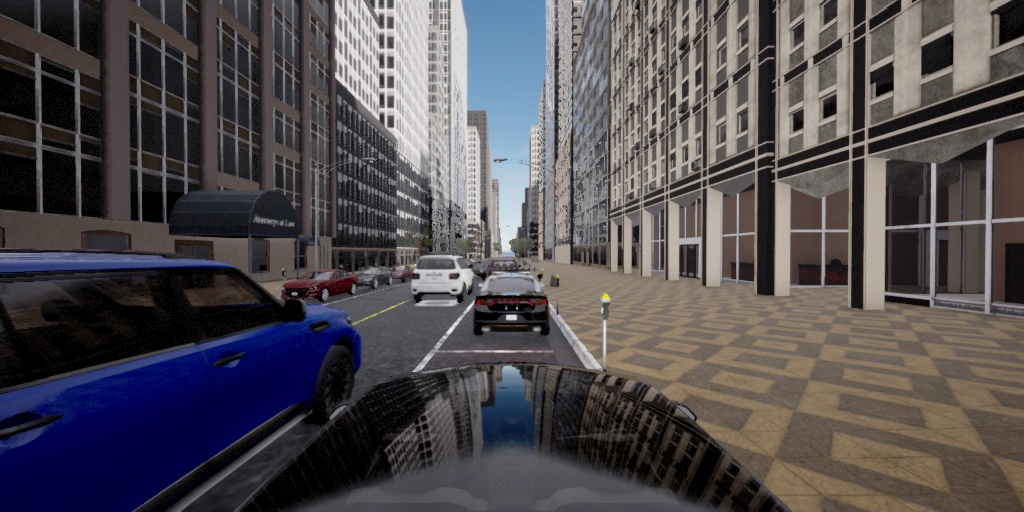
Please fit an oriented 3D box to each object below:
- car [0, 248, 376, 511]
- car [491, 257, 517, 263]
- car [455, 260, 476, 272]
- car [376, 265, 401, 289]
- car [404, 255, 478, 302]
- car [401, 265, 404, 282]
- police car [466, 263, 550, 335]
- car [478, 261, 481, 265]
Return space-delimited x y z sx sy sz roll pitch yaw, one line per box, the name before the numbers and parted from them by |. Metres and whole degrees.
car | -3.146 0.974 2.571 2.150 2.045 5.566 0 0 0
car | -0.457 1.061 22.523 2.192 1.841 5.009 0 0 0
car | -6.157 1.289 48.102 2.033 1.411 5.357 0 0 0
car | -8.838 1.297 22.523 2.007 1.370 4.403 0 0 0
car | -3.136 0.972 17.171 2.150 2.045 5.566 0 0 0
car | -8.837 1.327 28.206 1.802 1.307 4.207 0 0 0
police car | -0.012 1.173 10.612 1.930 1.638 5.238 0 0 0
car | -3.127 1.345 32.838 1.895 1.301 4.718 0 0 0
